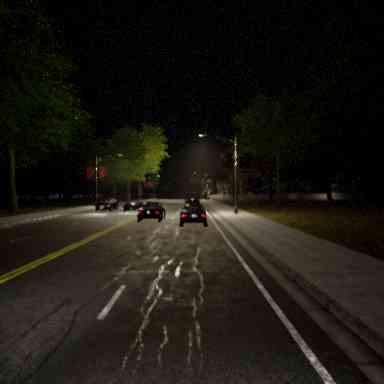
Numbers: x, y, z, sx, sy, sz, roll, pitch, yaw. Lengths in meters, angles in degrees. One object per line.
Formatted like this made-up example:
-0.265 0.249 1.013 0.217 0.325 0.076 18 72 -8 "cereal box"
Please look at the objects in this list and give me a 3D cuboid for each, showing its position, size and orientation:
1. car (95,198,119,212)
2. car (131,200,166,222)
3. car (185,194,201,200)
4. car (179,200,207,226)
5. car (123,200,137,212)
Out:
-9.794 1.504 38.595 2.128 1.511 4.902 0 0 0 "car"
-3.158 1.541 26.577 2.033 1.411 5.357 0 0 0 "car"
0.087 1.257 49.448 2.150 2.045 5.566 0 0 0 "car"
0.093 1.538 23.253 2.033 1.411 5.357 0 0 0 "car"
-6.552 1.575 37.979 1.994 1.385 4.181 0 0 0 "car"
